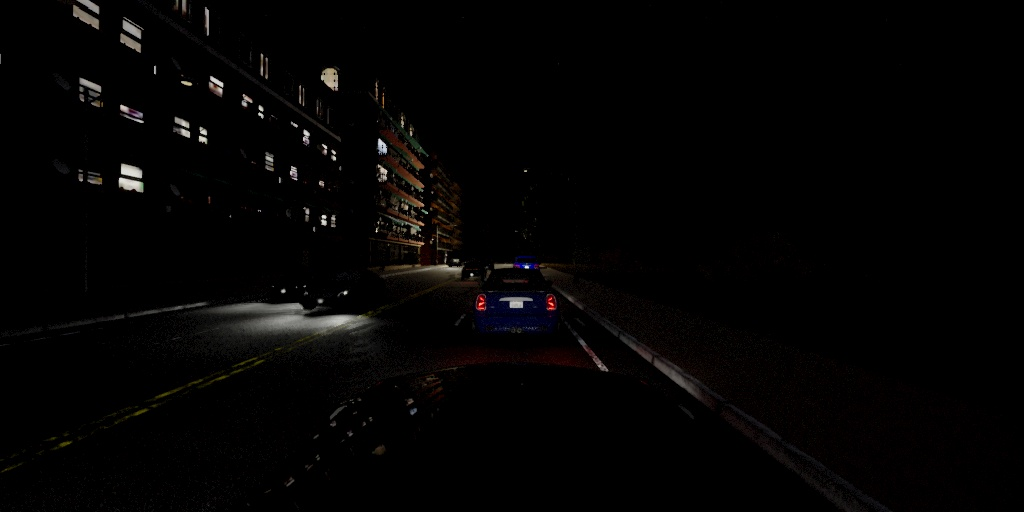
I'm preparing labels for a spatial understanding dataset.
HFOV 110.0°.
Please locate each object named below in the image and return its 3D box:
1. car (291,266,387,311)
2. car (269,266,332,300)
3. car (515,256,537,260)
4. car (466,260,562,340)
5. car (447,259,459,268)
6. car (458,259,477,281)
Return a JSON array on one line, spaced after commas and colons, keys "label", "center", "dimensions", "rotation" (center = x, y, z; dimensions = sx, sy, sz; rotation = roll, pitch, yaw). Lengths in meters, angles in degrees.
[{"label": "car", "center": [-6.603, 1.278, 14.682], "dimensions": [1.812, 1.442, 4.674], "rotation": [0, 0, 0]}, {"label": "car", "center": [-9.853, 1.257, 17.868], "dimensions": [1.837, 1.490, 4.892], "rotation": [0, 0, 0]}, {"label": "car", "center": [1.135, 0.979, 30.053], "dimensions": [2.150, 2.045, 5.566], "rotation": [0, 0, 0]}, {"label": "car", "center": [0.097, 1.103, 10.099], "dimensions": [2.097, 1.767, 4.553], "rotation": [0, 0, 0]}, {"label": "car", "center": [-9.826, 1.245, 61.570], "dimensions": [2.128, 1.511, 4.902], "rotation": [0, 0, 0]}, {"label": "car", "center": [-3.153, 1.255, 30.597], "dimensions": [1.837, 1.490, 4.892], "rotation": [0, -1, 0]}]
